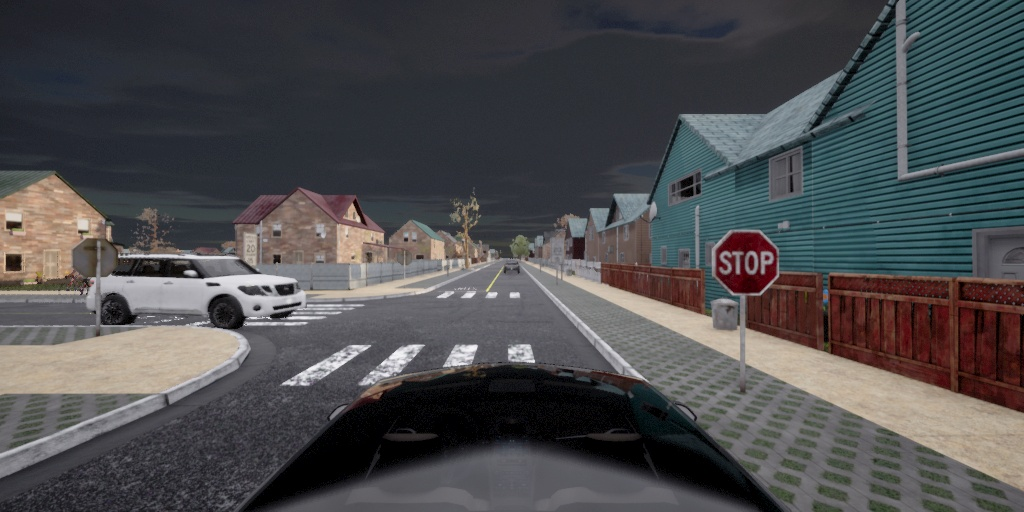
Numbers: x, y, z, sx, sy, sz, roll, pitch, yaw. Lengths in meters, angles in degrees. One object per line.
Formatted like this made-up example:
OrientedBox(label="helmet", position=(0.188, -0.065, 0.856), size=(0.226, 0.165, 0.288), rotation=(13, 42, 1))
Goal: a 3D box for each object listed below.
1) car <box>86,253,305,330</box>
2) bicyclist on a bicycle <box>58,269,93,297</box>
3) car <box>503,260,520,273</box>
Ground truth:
OrientedBox(label="car", position=(-9.192, 0.953, 10.627), size=(5.566, 2.045, 2.150), rotation=(0, -1, 5))
OrientedBox(label="bicyclist on a bicycle", position=(-20.257, 1.097, 16.822), size=(0.582, 1.620, 1.656), rotation=(0, 0, -1))
OrientedBox(label="car", position=(-0.028, 1.258, 44.387), size=(2.128, 1.511, 4.902), rotation=(0, 0, 0))
